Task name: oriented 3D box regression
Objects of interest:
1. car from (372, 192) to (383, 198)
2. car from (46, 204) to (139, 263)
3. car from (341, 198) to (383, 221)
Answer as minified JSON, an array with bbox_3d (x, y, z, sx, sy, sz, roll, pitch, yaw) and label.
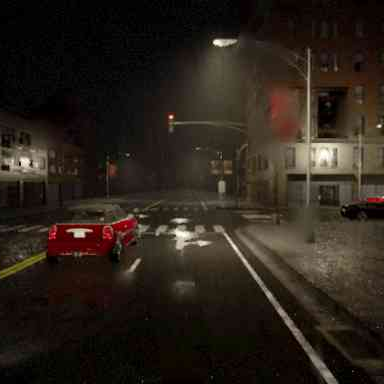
[{"bbox_3d":[18.036,0.872,30.499,5.009,1.841,2.192,0,1,0],"label":"car"},{"bbox_3d":[-3.174,1.190,11.494,2.097,1.767,4.553,0,1,0],"label":"car"},{"bbox_3d":[12.353,1.271,22.494,4.313,1.339,1.947,0,1,0],"label":"car"}]
